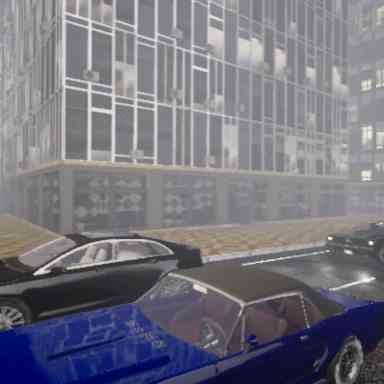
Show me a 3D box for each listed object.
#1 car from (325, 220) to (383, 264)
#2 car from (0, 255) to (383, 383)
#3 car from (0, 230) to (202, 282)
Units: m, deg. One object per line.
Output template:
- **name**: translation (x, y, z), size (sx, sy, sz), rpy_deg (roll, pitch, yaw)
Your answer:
- **car**: translation (7.139, 1.771, 12.653), size (4.718, 1.301, 1.895), rpy_deg (1, -1, -36)
- **car**: translation (0.196, 1.630, 3.786), size (4.718, 1.301, 1.895), rpy_deg (1, -1, -35)
- **car**: translation (-1.976, 1.517, 6.230), size (4.902, 1.511, 2.128), rpy_deg (1, -1, -35)
